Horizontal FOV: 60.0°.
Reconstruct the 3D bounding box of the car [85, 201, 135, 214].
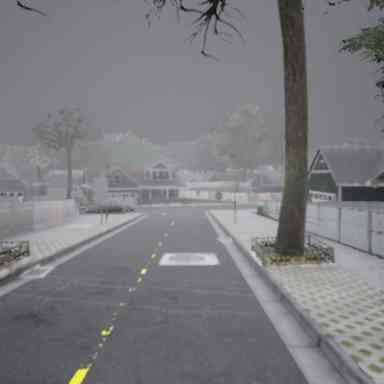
[{"bbox_3d":[-9.237,1.756,37.569,5.357,1.411,2.033,0,3,-21],"label":"car"}]
